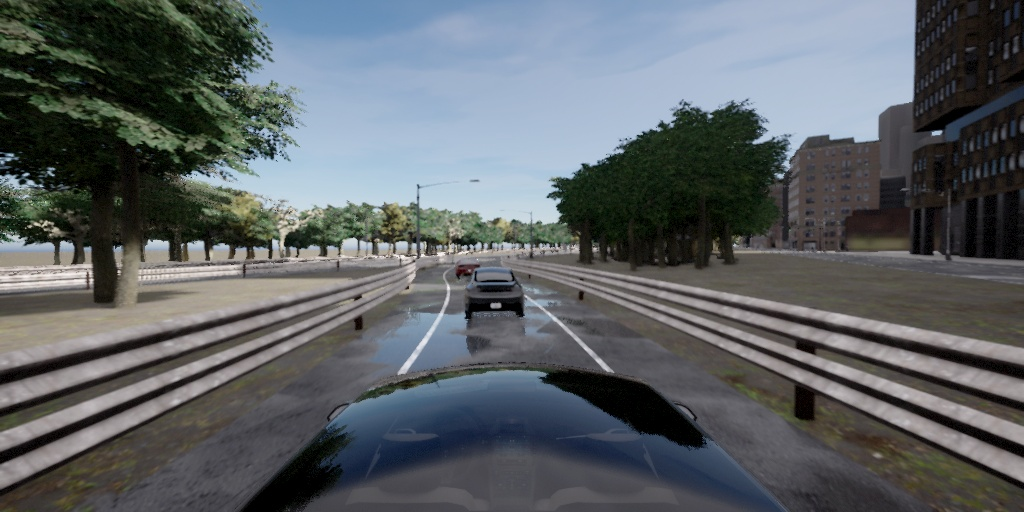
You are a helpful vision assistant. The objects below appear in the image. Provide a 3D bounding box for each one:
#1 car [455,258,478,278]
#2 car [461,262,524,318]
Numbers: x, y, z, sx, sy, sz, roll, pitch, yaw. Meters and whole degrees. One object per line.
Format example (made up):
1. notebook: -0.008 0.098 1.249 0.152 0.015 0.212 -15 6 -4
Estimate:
1. car: -3.648 0.937 29.581 1.882 1.535 5.008 -1 1 -11
2. car: -0.710 1.150 12.662 1.837 1.490 4.892 0 1 -6
